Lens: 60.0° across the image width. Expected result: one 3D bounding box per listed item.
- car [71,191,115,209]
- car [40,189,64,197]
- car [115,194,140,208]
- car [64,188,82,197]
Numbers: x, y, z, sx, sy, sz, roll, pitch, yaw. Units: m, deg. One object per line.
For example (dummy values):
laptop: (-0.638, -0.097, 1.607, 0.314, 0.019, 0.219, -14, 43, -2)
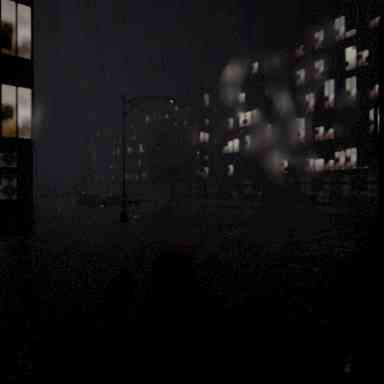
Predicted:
car: (-10.171, 0.915, 33.841, 2.033, 1.411, 5.357, 0, 1, -38)
car: (-19.864, 0.257, 46.372, 1.812, 1.442, 4.674, 0, 1, -38)
car: (-7.602, 0.900, 35.832, 2.033, 1.411, 5.357, 0, 1, -38)
car: (-17.321, 0.073, 48.395, 2.097, 1.767, 4.553, 0, 1, -38)
